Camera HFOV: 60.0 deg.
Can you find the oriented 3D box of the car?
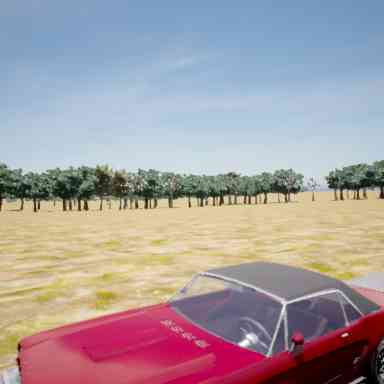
[{"bbox_3d":[0.585,1.600,3.745,4.718,1.301,1.895,0,0,-35],"label":"car"}]
